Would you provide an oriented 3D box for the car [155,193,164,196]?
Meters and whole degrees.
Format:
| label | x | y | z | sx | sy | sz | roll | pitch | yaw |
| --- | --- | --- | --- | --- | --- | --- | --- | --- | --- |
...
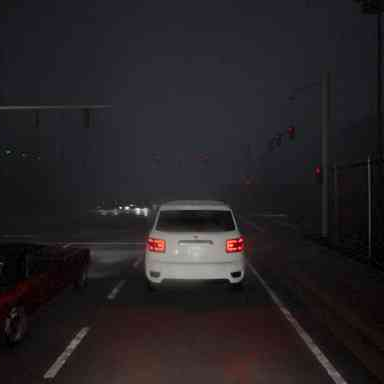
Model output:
| label | x | y | z | sx | sy | sz | roll | pitch | yaw |
| --- | --- | --- | --- | --- | --- | --- | --- | --- | --- |
| car | -6.889 | 1.221 | 68.988 | 2.150 | 2.045 | 5.566 | 0 | 0 | 0 |

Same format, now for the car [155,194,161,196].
| label | x | y | z | sx | sy | sz | roll | pitch | yaw |
| --- | --- | --- | --- | --- | --- | --- | --- | --- | --- |
| car | -6.981 | 1.525 | 58.275 | 1.812 | 1.442 | 4.674 | 0 | 0 | 0 |

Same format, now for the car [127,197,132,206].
| label | x | y | z | sx | sy | sz | roll | pitch | yaw |
| --- | --- | --- | --- | --- | --- | --- | --- | --- | --- |
| car | -10.504 | 1.491 | 53.780 | 2.128 | 1.511 | 4.902 | 0 | 0 | 0 |

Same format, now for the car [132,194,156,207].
| label | x | y | z | sx | sy | sz | roll | pitch | yaw |
| --- | --- | --- | --- | --- | --- | --- | --- | --- | --- |
| car | -7.008 | 1.491 | 49.016 | 2.128 | 1.511 | 4.902 | 0 | 0 | 0 |

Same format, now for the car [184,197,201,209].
| label | x | y | z | sx | sy | sz | roll | pitch | yaw |
| --- | --- | --- | --- | --- | --- | --- | --- | --- | --- |
| car | 0.091 | 1.491 | 46.328 | 2.128 | 1.511 | 4.902 | 0 | 0 | 1 |

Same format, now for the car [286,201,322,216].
| label | x | y | z | sx | sy | sz | roll | pitch | yaw |
| --- | --- | --- | --- | --- | --- | --- | --- | --- | --- |
| car | 11.380 | 1.619 | 32.715 | 4.181 | 1.385 | 1.994 | 0 | 0 | 0 |

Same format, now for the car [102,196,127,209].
| label | x | y | z | sx | sy | sz | roll | pitch | yaw |
| --- | --- | --- | --- | --- | --- | --- | --- | --- | --- |
| car | -10.522 | 1.352 | 44.627 | 2.097 | 1.767 | 4.553 | 0 | 0 | 0 |

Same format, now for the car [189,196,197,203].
| label | x | y | z | sx | sy | sz | roll | pitch | yaw |
| --- | --- | --- | --- | --- | --- | --- | --- | --- | --- |
| car | 0.211 | 1.525 | 69.671 | 1.812 | 1.442 | 4.674 | 0 | 0 | 0 |

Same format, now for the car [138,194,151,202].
| label | x | y | z | sx | sy | sz | roll | pitch | yaw |
| --- | --- | --- | --- | --- | --- | --- | --- | --- | --- |
| car | -10.382 | 1.354 | 73.220 | 2.097 | 1.767 | 4.553 | 0 | 0 | 0 |

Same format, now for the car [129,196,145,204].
| label | x | y | z | sx | sy | sz | roll | pitch | yaw |
| --- | --- | --- | --- | --- | --- | --- | --- | --- | --- |
| car | -10.449 | 1.491 | 63.171 | 2.128 | 1.511 | 4.902 | 0 | 0 | 1 |

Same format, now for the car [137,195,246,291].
| label | x | y | z | sx | sy | sz | roll | pitch | yaw |
| --- | --- | --- | --- | --- | --- | --- | --- | --- | --- |
| car | 0.087 | 1.221 | 9.132 | 2.150 | 2.045 | 5.566 | 0 | 0 | 0 |

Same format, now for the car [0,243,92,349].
| label | x | y | z | sx | sy | sz | roll | pitch | yaw |
| --- | --- | --- | --- | --- | --- | --- | --- | --- | --- |
| car | -3.433 | 1.601 | 6.207 | 1.895 | 1.301 | 4.718 | 0 | 0 | 1 |

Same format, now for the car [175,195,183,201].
| label | x | y | z | sx | sy | sz | roll | pitch | yaw |
| --- | --- | --- | --- | --- | --- | --- | --- | --- | --- |
| car | -3.361 | 1.540 | 86.071 | 2.033 | 1.411 | 5.357 | 0 | 0 | 0 |
